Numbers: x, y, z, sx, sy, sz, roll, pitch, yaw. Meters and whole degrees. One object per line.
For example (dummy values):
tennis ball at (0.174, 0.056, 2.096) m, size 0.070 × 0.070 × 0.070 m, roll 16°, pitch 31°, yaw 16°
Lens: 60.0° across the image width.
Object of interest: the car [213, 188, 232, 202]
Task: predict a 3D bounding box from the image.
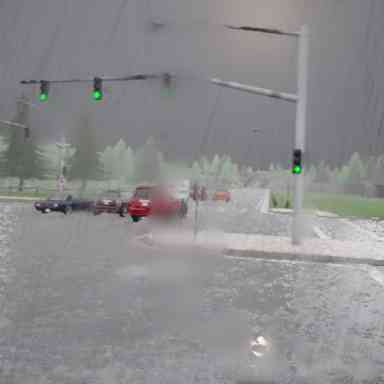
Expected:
car at (4.249, 0.358, 45.944) m, size 2.097 × 1.767 × 4.553 m, roll 2°, pitch 1°, yaw 13°

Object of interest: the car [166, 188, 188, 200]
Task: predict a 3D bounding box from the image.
car at (-2.139, 0.219, 49.368) m, size 1.882 × 1.535 × 5.008 m, roll 2°, pitch 1°, yaw 13°

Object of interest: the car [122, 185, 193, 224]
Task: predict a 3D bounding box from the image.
car at (-1.840, 0.677, 19.909) m, size 2.150 × 2.045 × 5.566 m, roll 2°, pitch 1°, yaw 13°

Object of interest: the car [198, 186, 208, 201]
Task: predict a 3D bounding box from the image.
car at (0.739, 0.119, 46.274) m, size 2.150 × 2.045 × 5.566 m, roll 2°, pitch 1°, yaw 13°

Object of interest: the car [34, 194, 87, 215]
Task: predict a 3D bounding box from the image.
car at (-8.388, 0.803, 22.686) m, size 1.895 × 1.301 × 4.718 m, roll 2°, pitch 1°, yaw 13°

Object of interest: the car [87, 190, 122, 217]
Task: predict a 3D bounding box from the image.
car at (-4.805, 0.658, 22.607) m, size 2.097 × 1.767 × 4.553 m, roll 2°, pitch 1°, yaw 13°
